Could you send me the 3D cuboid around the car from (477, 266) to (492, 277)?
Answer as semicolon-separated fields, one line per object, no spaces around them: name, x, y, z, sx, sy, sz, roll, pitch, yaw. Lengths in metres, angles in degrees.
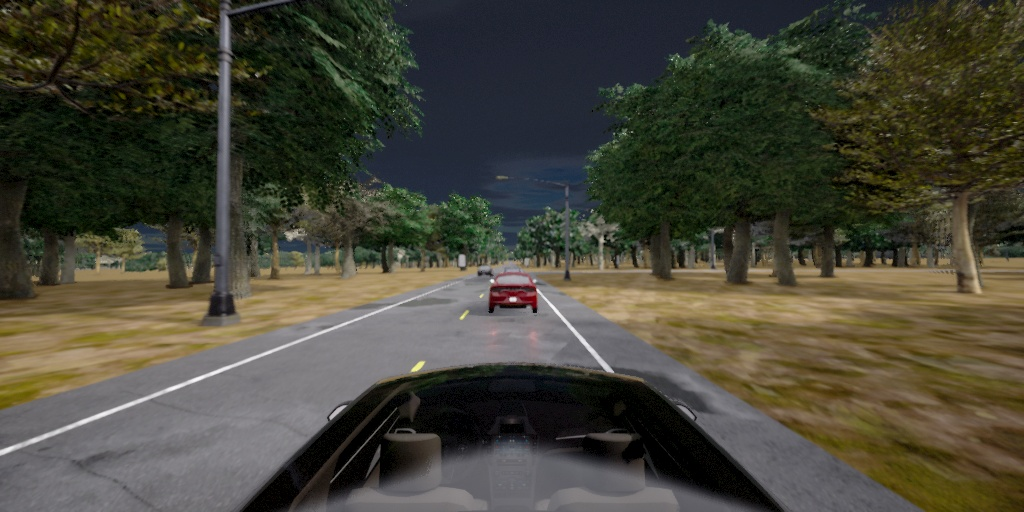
car;-3.535;2.006;47.394;1.882;1.535;5.008;0;-1;0

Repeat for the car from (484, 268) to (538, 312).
car;0.060;1.427;15.317;1.882;1.535;5.008;0;-1;1
